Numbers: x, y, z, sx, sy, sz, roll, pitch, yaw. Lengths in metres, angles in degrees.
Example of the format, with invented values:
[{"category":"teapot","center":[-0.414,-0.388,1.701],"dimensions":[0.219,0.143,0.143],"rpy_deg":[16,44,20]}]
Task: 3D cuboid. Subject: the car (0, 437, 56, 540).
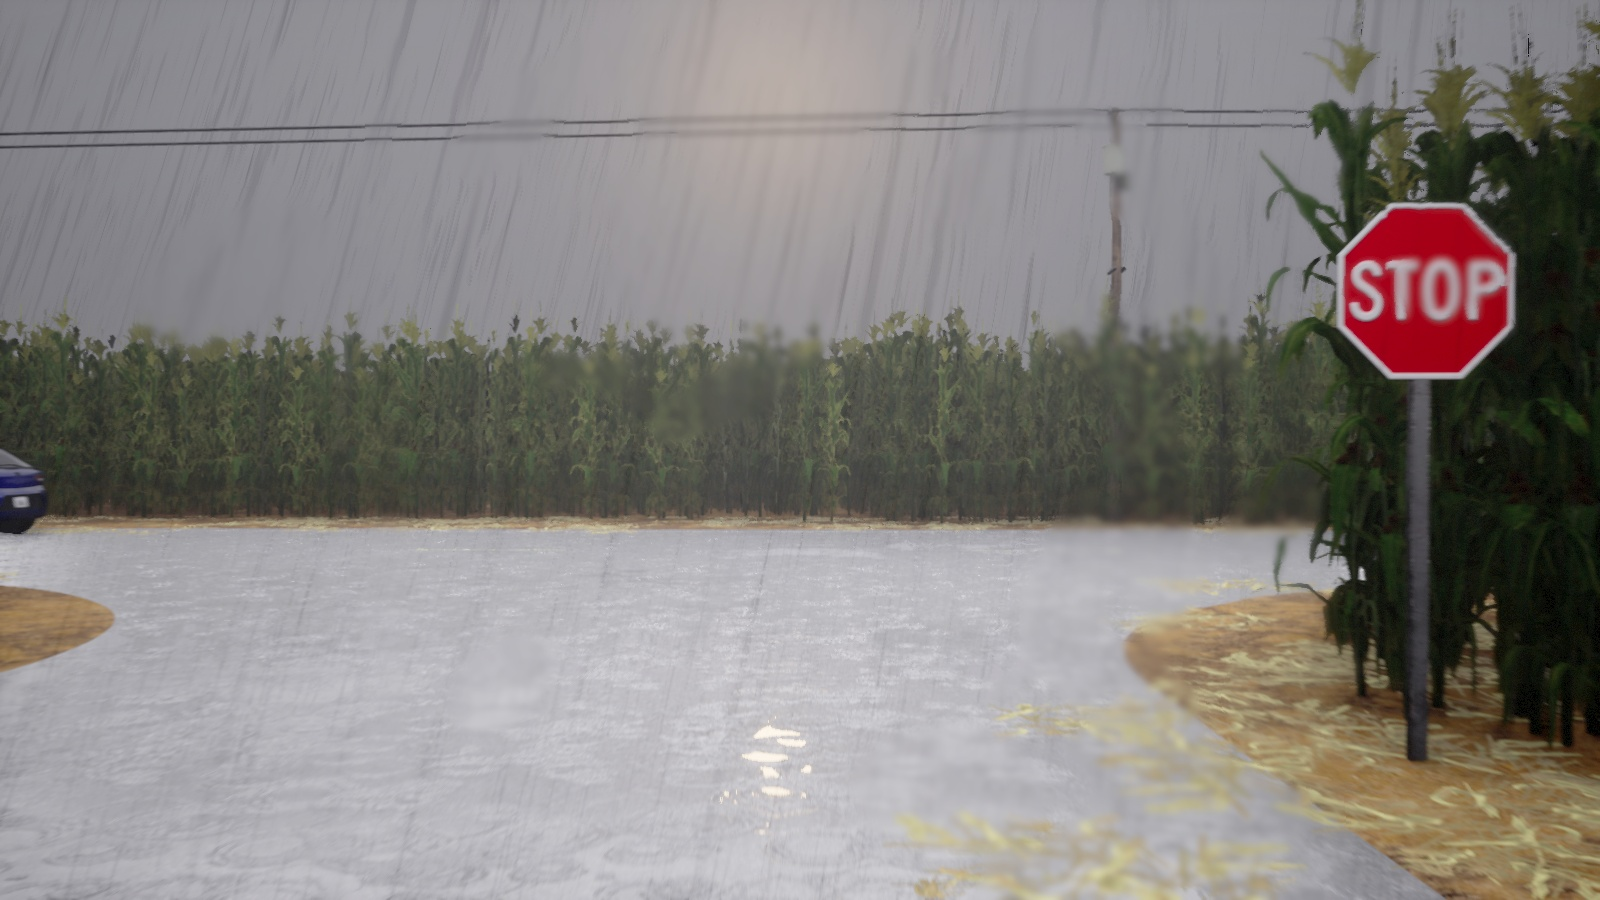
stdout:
[{"category":"car","center":[-13.622,0.552,18.570],"dimensions":[4.193,1.474,1.816],"rpy_deg":[0,1,3]}]
